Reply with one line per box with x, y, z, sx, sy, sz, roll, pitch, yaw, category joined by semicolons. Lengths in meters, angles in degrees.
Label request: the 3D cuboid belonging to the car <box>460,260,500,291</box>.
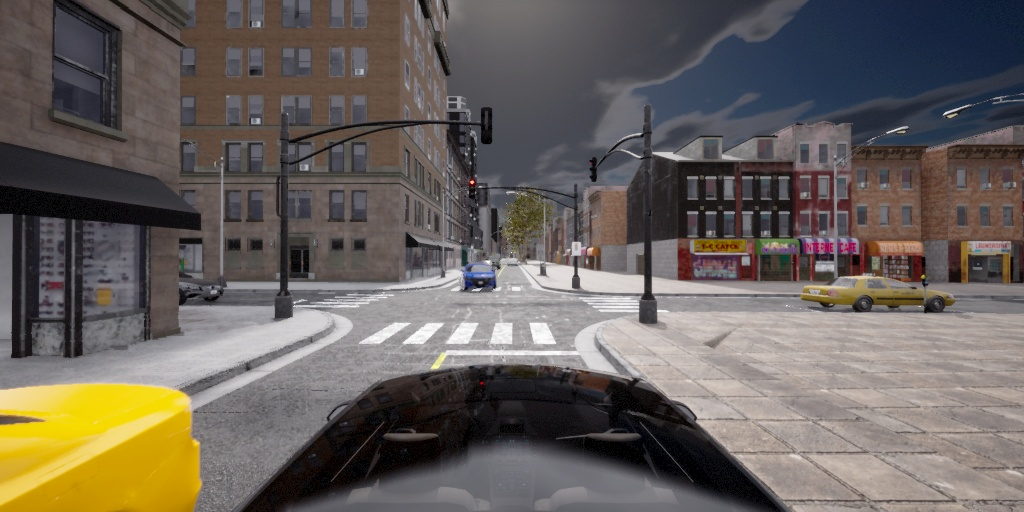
-2.178;1.220;22.214;1.882;1.535;5.008;0;0;-11;car

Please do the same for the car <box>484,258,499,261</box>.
-2.859;1.224;38.624;2.128;1.511;4.902;0;0;0;car

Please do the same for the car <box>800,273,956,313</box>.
13.881;1.346;13.694;4.829;1.417;1.751;0;0;0;car

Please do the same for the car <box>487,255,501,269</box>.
-2.848;0.939;53.561;2.150;2.045;5.566;0;1;0;car

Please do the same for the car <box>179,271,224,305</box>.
-14.412;1.195;14.520;4.674;1.442;1.812;0;0;0;car
